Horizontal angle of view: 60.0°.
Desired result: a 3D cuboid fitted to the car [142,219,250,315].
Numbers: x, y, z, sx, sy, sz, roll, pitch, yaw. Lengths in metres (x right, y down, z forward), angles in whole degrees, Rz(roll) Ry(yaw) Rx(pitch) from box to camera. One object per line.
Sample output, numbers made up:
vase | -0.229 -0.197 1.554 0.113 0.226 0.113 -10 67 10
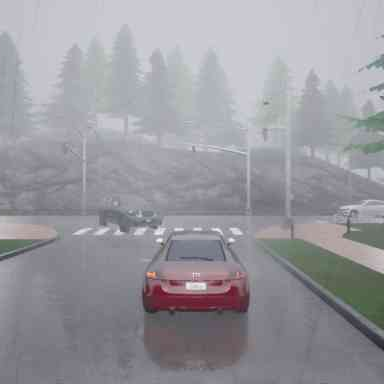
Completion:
car | 0.084 1.564 7.648 1.994 1.385 4.181 0 0 0

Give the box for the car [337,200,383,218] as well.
car | 14.374 1.363 27.170 4.674 1.442 1.812 0 0 0

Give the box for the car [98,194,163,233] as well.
car | -3.855 1.154 20.004 2.150 2.045 5.566 1 0 -35
